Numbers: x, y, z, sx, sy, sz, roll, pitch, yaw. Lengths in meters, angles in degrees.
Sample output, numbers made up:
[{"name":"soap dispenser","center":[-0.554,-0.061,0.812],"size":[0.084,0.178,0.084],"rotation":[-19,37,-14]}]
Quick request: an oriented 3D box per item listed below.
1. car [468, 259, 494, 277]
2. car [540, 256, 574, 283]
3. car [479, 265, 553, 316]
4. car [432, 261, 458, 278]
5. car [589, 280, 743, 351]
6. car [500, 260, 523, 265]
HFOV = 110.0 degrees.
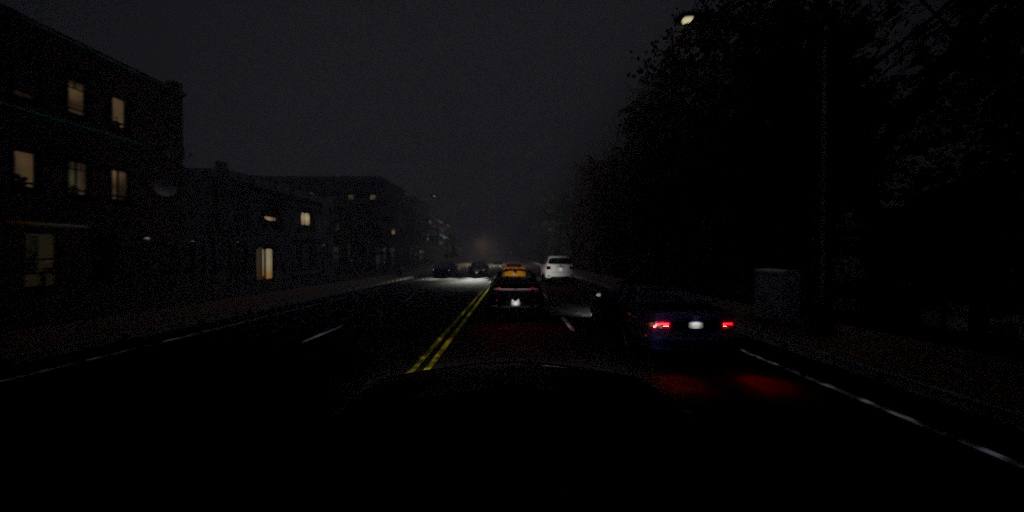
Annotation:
[{"name":"car","center":[-3.252,1.268,35.617],"size":[2.128,1.511,4.902],"rotation":[0,0,0]},{"name":"car","center":[3.415,0.999,27.890],"size":[2.150,2.045,5.566],"rotation":[0,0,0]},{"name":"car","center":[0.123,1.252,13.512],"size":[2.128,1.511,4.902],"rotation":[0,0,0]},{"name":"car","center":[-6.504,1.250,35.263],"size":[1.882,1.535,5.008],"rotation":[0,0,0]},{"name":"car","center":[3.354,1.308,9.023],"size":[2.033,1.411,5.357],"rotation":[0,0,0]},{"name":"car","center":[0.174,1.253,30.461],"size":[1.882,1.535,5.008],"rotation":[0,0,0]}]
